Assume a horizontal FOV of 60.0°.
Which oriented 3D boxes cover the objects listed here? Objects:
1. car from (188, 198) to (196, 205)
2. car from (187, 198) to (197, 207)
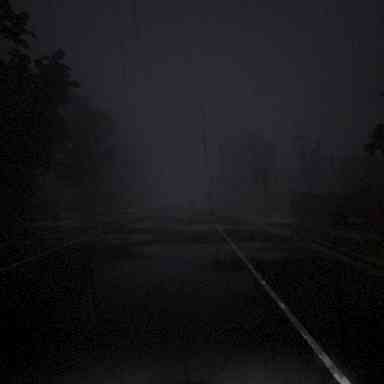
[{"bbox_3d":[0.011,1.940,71.414,1.812,1.442,4.674,0,0,0],"label":"car"},{"bbox_3d":[0.010,2.038,61.412,1.994,1.385,4.181,0,0,0],"label":"car"}]
